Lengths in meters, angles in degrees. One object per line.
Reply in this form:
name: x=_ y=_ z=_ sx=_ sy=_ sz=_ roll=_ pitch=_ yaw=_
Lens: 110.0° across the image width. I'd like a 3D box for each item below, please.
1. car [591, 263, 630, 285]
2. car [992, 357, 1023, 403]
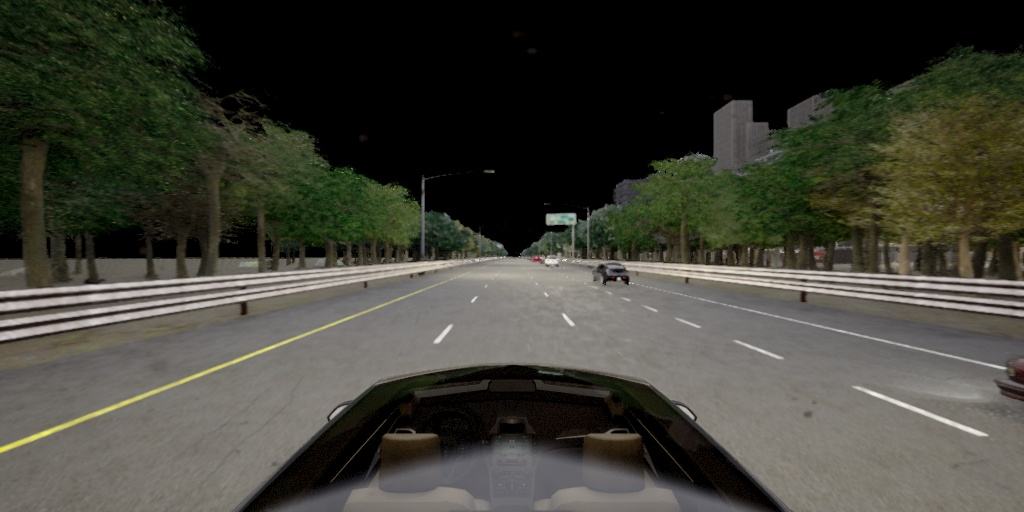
car: x=7.039 y=1.263 z=25.988 sx=1.837 sy=1.490 sz=4.892 roll=0 pitch=0 yaw=0
car: x=6.998 y=1.299 z=1.974 sx=2.033 sy=1.411 sz=5.357 roll=0 pitch=0 yaw=0
